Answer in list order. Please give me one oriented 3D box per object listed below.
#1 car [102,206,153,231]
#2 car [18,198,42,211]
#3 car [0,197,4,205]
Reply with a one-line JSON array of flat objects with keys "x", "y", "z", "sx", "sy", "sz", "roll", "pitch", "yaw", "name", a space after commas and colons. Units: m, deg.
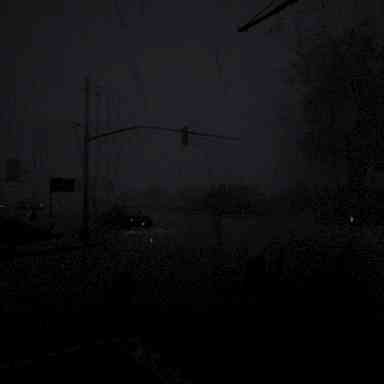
[{"x": -4.377, "y": 1.634, "z": 21.853, "sx": 1.812, "sy": 1.442, "sz": 4.674, "roll": 1, "pitch": 0, "yaw": -39, "name": "car"}, {"x": -20.360, "y": 1.568, "z": 41.760, "sx": 1.882, "sy": 1.535, "sz": 5.008, "roll": 1, "pitch": 0, "yaw": -39, "name": "car"}, {"x": -35.963, "y": 1.574, "z": 61.378, "sx": 2.128, "sy": 1.511, "sz": 4.902, "roll": 1, "pitch": 0, "yaw": -38, "name": "car"}]
